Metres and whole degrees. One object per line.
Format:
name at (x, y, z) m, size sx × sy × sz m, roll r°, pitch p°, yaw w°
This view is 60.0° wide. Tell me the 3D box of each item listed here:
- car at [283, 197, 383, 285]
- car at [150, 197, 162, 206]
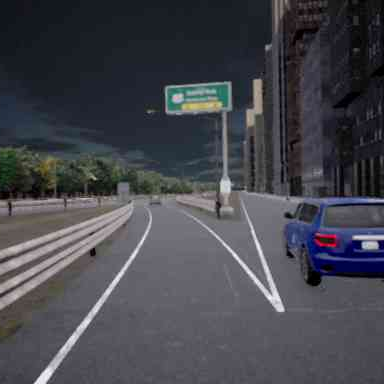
car at (3.945, 1.157, 9.340) m, size 2.150 × 2.045 × 5.566 m, roll -1°, pitch 0°, yaw 8°
car at (-6.074, 1.526, 55.624) m, size 2.033 × 1.411 × 5.357 m, roll -1°, pitch 0°, yaw -8°
